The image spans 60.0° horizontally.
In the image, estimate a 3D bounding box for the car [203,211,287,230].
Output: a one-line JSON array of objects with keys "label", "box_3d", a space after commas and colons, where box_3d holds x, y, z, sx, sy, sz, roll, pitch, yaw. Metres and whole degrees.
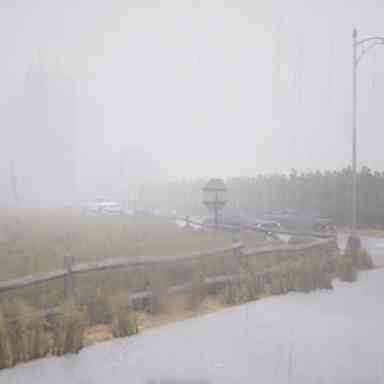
[{"label": "car", "box_3d": [2.746, 1.801, 18.904, 1.895, 1.301, 4.718, 1, -1, -36]}]

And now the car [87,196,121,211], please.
[{"label": "car", "box_3d": [-9.654, 1.501, 36.292, 2.150, 2.045, 5.566, 1, -1, -35]}]

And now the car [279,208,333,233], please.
[{"label": "car", "box_3d": [5.938, 1.710, 19.872, 2.128, 1.511, 4.902, 1, -1, -34]}]

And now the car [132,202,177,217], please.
[{"label": "car", "box_3d": [-3.101, 1.611, 27.077, 2.097, 1.767, 4.553, 1, -1, -36]}]
